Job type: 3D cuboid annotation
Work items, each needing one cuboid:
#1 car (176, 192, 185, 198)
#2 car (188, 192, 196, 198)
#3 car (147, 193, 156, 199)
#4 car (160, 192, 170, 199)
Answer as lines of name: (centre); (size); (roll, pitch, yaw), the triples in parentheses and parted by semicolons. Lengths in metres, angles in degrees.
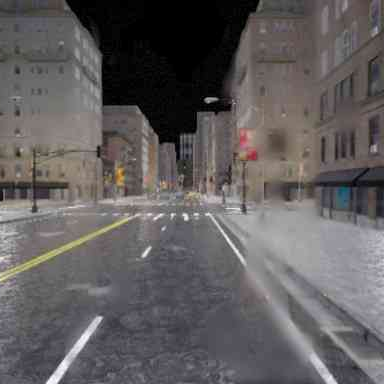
car: (-3.268, 0.978, 88.118); (1.994, 1.385, 4.181); (0, 0, 0)
car: (-0.018, 0.905, 87.735); (1.882, 1.535, 5.008); (0, 0, 0)
car: (-9.767, 0.990, 80.283); (2.128, 1.511, 4.902); (0, 0, 0)
car: (-6.517, 0.820, 80.313); (2.097, 1.767, 4.553); (0, 0, 0)
